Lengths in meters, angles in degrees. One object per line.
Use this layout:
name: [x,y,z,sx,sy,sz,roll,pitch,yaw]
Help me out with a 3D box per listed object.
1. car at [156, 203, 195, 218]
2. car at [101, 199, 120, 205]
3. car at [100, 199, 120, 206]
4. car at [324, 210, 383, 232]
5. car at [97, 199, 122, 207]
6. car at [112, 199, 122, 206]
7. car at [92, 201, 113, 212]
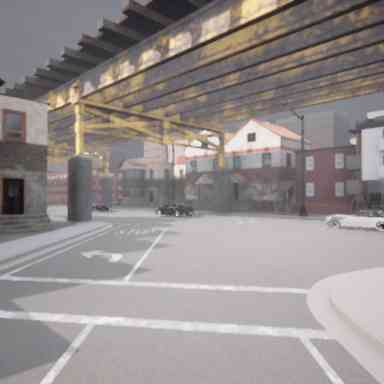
car: [-1.855,1.900,35.393,1.837,1.490,4.892,1,-1,-45]
car: [-17.474,2.092,71.520,1.853,1.218,4.536,0,-1,15]
car: [-17.488,2.249,71.468,2.038,1.542,4.974,0,-1,15]
car: [11.367,1.847,22.003,1.895,1.301,4.718,1,-1,-45]
car: [-16.811,2.208,67.799,4.974,1.542,2.038,0,-1,-15]
car: [-16.761,2.051,67.814,4.536,1.218,1.853,0,-1,-15]
car: [-13.765,2.130,47.471,1.895,1.301,4.718,1,-1,-45]
